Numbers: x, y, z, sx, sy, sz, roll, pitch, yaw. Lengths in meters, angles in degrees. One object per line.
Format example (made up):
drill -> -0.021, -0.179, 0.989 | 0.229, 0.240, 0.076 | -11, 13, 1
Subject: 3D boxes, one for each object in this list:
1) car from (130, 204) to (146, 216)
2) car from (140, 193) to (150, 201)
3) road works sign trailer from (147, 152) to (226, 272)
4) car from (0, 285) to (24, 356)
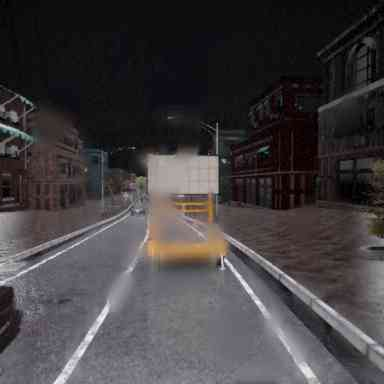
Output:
car -> -7.327, 2.392, 45.419 | 2.128, 1.511, 4.902 | 0, -1, -7
car -> -12.625, 1.405, 89.372 | 2.150, 2.045, 5.566 | 0, 1, -7
road works sign trailer -> -0.301, 0.497, 10.956 | 2.380, 3.560, 2.880 | 0, -1, -9
car -> -3.165, 1.518, 2.170 | 2.033, 1.411, 5.357 | 0, -1, -1
